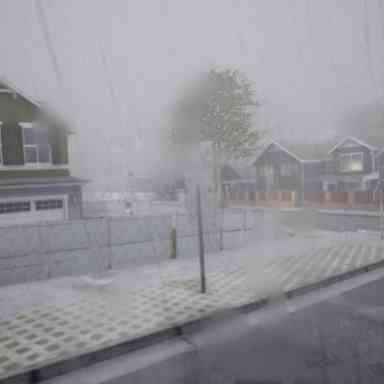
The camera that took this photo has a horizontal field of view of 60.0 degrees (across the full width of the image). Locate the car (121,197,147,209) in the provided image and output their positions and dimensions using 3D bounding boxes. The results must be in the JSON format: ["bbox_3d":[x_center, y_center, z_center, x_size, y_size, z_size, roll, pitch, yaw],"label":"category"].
[{"bbox_3d":[-7.592,1.350,42.933,2.033,1.411,5.357,-4,2,-32],"label":"car"}]
